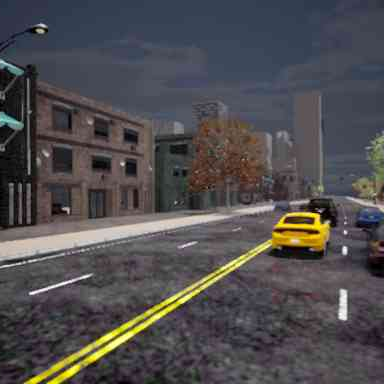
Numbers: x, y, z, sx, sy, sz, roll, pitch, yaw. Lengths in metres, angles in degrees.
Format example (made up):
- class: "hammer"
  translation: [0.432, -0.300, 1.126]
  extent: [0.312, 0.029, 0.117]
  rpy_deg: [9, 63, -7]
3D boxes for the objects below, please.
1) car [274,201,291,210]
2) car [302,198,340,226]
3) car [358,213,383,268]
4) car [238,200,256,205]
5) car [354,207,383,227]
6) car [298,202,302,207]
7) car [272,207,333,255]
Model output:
- class: "car"
  translation: [13.550, 2.061, 49.556]
  extent: [2.033, 1.411, 5.357]
  rpy_deg: [0, -1, 24]
- class: "car"
  translation: [10.341, 1.495, 26.319]
  extent: [2.150, 2.045, 5.566]
  rpy_deg: [0, 0, 25]
- class: "car"
  translation: [6.973, 1.662, 11.307]
  extent: [2.033, 1.411, 5.357]
  rpy_deg: [0, -1, 25]
- class: "car"
  translation: [13.691, 2.687, 82.819]
  extent: [4.313, 1.339, 1.947]
  rpy_deg: [-1, 0, 24]
- class: "car"
  translation: [13.265, 1.799, 24.898]
  extent: [2.033, 1.411, 5.357]
  rpy_deg: [0, -1, 25]
- class: "car"
  translation: [16.751, 2.102, 48.759]
  extent: [1.895, 1.301, 4.718]
  rpy_deg: [0, -1, 24]
- class: "car"
  translation: [4.759, 1.625, 14.227]
  extent: [1.882, 1.535, 5.008]
  rpy_deg: [0, 0, 25]
